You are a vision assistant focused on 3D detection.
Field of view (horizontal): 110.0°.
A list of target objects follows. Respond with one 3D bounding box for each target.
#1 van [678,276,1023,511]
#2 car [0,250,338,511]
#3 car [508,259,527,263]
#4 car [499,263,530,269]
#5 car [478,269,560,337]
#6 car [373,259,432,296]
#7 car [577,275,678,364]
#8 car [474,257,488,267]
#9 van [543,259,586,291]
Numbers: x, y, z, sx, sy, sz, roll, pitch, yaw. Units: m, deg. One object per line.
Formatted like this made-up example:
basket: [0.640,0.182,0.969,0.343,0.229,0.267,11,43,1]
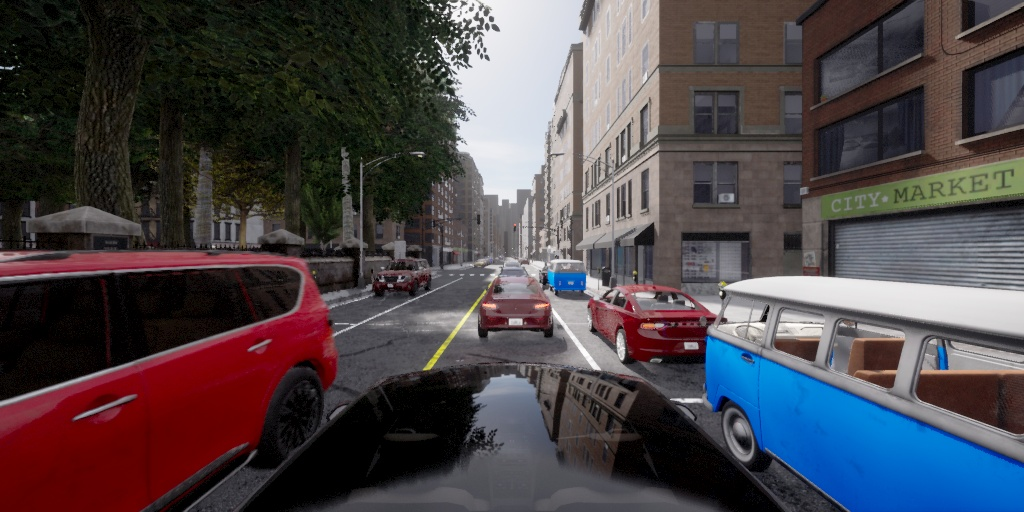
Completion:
van: [2.857,1.091,2.275,1.690,1.789,3.998,0,0,0]
car: [-3.100,0.971,1.931,2.150,2.045,5.566,0,0,0]
car: [0.006,1.243,29.461,1.837,1.490,4.892,0,0,0]
car: [0.098,1.292,19.716,2.033,1.411,5.357,0,0,1]
car: [0.096,1.275,10.138,1.812,1.442,4.674,0,0,0]
car: [-5.667,1.060,19.218,2.192,1.841,5.009,0,0,0]
car: [2.857,1.294,7.936,1.888,1.381,4.507,0,0,0]
car: [-5.663,1.230,62.737,1.751,1.417,4.829,0,0,0]
van: [2.858,1.086,19.258,1.690,1.789,3.998,0,0,0]
